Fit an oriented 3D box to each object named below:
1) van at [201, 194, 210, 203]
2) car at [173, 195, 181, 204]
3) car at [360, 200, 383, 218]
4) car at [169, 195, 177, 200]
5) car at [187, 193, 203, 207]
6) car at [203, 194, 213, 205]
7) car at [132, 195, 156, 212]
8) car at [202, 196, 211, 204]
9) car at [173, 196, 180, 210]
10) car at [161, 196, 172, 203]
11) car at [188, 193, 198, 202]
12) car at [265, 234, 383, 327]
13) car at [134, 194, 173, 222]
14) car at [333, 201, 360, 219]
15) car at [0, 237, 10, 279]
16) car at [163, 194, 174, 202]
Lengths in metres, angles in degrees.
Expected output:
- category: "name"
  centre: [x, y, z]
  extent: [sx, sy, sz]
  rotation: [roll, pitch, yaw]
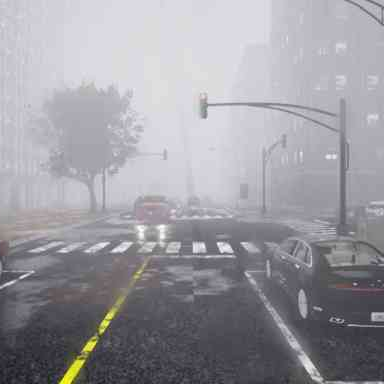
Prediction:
- category: "van"
  centre: [2.896, 1.402, 72.466]
  extent: [1.690, 1.788, 3.998]
  rotation: [0, 0, 0]
- category: "car"
  centre: [-2.902, 1.590, 60.042]
  extent: [2.033, 1.411, 5.357]
  rotation: [0, 0, 1]
- category: "car"
  centre: [15.503, 0.994, 23.752]
  extent: [5.566, 2.045, 2.150]
  rotation: [-1, 0, 0]
- category: "car"
  centre: [-5.421, 1.654, 94.582]
  extent: [2.008, 1.369, 4.403]
  rotation: [0, 0, 0]
- category: "car"
  centre: [0.249, 1.385, 51.721]
  extent: [2.097, 1.767, 4.553]
  rotation: [0, 0, 0]
- category: "car"
  centre: [2.865, 1.611, 61.420]
  extent: [1.947, 1.339, 4.313]
  rotation: [0, 0, 0]
- category: "car"
  centre: [-5.580, 1.336, 39.353]
  extent: [2.192, 1.841, 5.009]
  rotation: [0, 0, 0]
- category: "car"
  centre: [2.881, 1.578, 67.113]
  extent: [1.752, 1.417, 4.829]
  rotation: [0, 0, 0]
- category: "car"
  centre: [-2.975, 1.589, 43.369]
  extent: [1.994, 1.385, 4.181]
  rotation: [0, 0, 0]
- category: "car"
  centre: [-5.485, 1.627, 72.491]
  extent: [1.947, 1.339, 4.313]
  rotation: [0, 0, 0]
- category: "car"
  centre: [0.220, 1.294, 76.808]
  extent: [2.150, 2.045, 5.566]
  rotation: [0, 0, 0]
- category: "car"
  centre: [2.707, 1.551, 6.941]
  extent: [2.008, 1.369, 4.403]
  rotation: [0, 0, 0]
- category: "car"
  centre: [-3.024, 1.234, 27.015]
  extent: [2.150, 2.045, 5.566]
  rotation: [0, 0, 0]
- category: "car"
  centre: [13.500, 1.350, 26.316]
  extent: [4.403, 1.369, 2.008]
  rotation: [-1, 1, 0]
- category: "car"
  centre: [-5.673, 1.545, 6.965]
  extent: [1.887, 1.381, 4.507]
  rotation: [0, 0, 0]
- category: "car"
  centre: [-5.469, 1.386, 78.013]
  extent: [2.192, 1.841, 5.009]
  rotation: [0, 0, 0]
